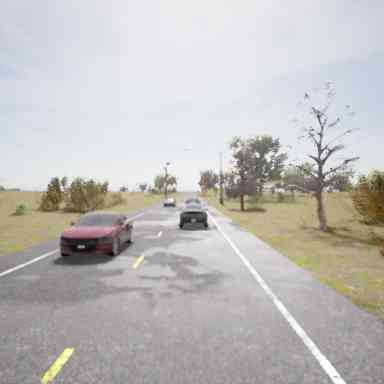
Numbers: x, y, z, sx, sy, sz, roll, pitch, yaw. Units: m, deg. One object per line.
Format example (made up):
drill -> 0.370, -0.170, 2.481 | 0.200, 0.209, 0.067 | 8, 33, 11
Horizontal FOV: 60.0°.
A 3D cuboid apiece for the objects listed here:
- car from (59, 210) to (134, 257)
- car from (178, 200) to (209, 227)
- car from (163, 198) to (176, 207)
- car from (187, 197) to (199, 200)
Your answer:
car -> -3.593, 1.512, 13.296 | 1.882, 1.535, 5.008 | 0, 0, 0
car -> 0.111, 1.564, 23.438 | 1.837, 1.490, 4.892 | 0, 0, 0
car -> -3.532, 1.675, 53.272 | 2.033, 1.411, 5.357 | 0, 0, 1
car -> 0.120, 1.454, 41.722 | 2.097, 1.767, 4.553 | 0, 0, 0
